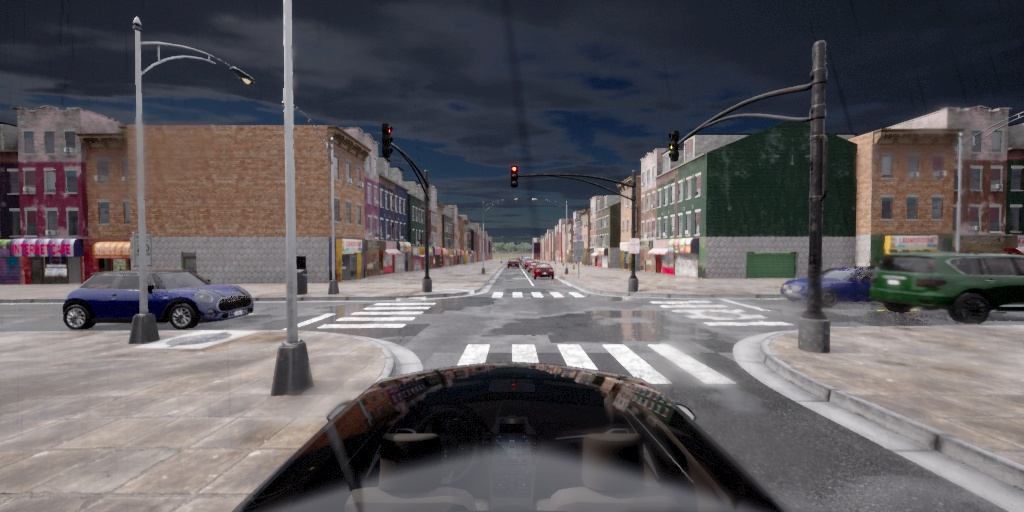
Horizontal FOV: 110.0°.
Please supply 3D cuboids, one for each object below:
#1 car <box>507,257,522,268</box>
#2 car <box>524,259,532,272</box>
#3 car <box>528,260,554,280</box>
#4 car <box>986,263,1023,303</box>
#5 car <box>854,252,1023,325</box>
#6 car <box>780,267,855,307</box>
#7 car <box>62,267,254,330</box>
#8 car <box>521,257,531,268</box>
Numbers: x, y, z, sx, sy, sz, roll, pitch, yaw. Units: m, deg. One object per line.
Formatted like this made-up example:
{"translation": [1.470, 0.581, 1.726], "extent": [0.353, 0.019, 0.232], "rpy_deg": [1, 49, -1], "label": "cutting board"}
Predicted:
{"translation": [0.219, 1.226, 59.294], "extent": [1.882, 1.535, 5.008], "rpy_deg": [0, 0, 0], "label": "car"}
{"translation": [2.721, 1.329, 42.730], "extent": [1.802, 1.307, 4.207], "rpy_deg": [0, 0, 0], "label": "car"}
{"translation": [2.699, 1.292, 31.665], "extent": [1.888, 1.381, 4.507], "rpy_deg": [0, 0, 0], "label": "car"}
{"translation": [22.461, 1.087, 14.069], "extent": [4.902, 1.511, 2.128], "rpy_deg": [0, 1, 0], "label": "car"}
{"translation": [14.543, 0.911, 11.135], "extent": [5.566, 2.045, 2.150], "rpy_deg": [0, 1, 0], "label": "car"}
{"translation": [13.299, 1.160, 14.113], "extent": [4.674, 1.442, 1.812], "rpy_deg": [0, 1, 1], "label": "car"}
{"translation": [-10.791, 1.203, 11.195], "extent": [4.553, 1.767, 2.097], "rpy_deg": [0, 1, 0], "label": "car"}
{"translation": [2.744, 1.293, 53.795], "extent": [1.888, 1.381, 4.507], "rpy_deg": [0, 0, 0], "label": "car"}
